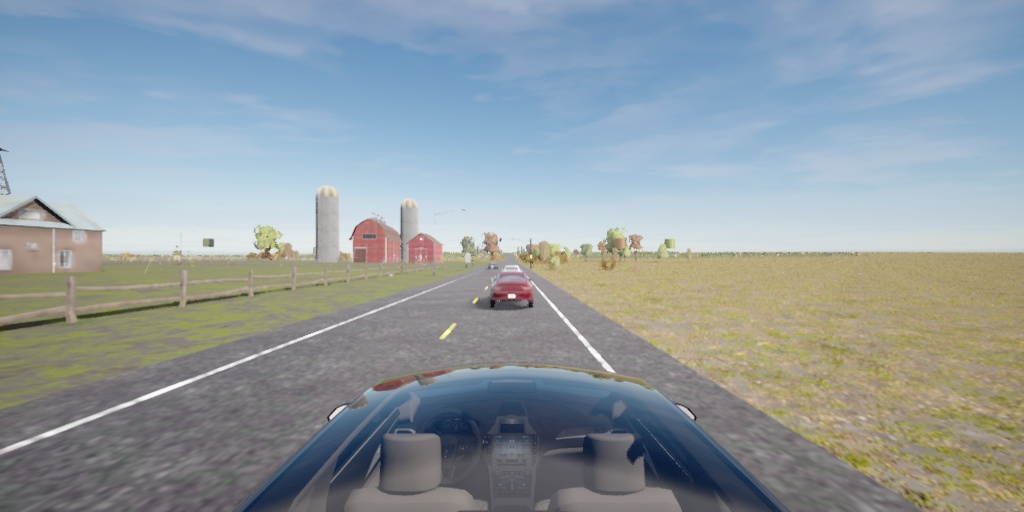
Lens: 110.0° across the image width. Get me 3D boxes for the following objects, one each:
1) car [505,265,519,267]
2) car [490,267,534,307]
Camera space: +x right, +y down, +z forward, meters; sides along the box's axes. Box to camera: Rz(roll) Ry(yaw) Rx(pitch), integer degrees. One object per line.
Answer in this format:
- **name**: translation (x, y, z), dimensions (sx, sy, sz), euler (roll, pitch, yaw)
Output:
- **car**: translation (-0.006, 1.542, 31.213), dimensions (1.812, 1.442, 4.674), euler (0, 0, 0)
- **car**: translation (-0.001, 1.409, 16.211), dimensions (1.812, 1.442, 4.674), euler (0, 0, 0)
